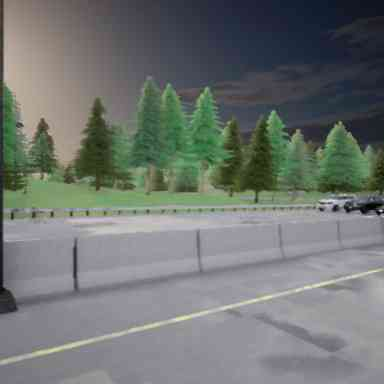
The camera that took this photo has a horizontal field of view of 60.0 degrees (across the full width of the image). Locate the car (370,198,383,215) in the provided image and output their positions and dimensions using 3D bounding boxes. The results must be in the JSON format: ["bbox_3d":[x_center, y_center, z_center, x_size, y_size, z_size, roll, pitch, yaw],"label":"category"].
[{"bbox_3d":[20.756,1.654,33.924,4.892,1.490,1.837,1,0,-29],"label":"car"}]

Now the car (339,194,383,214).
[{"bbox_3d":[19.511,1.331,37.237,5.566,2.045,2.150,1,0,-29],"label":"car"}]

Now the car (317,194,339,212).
[{"bbox_3d":[17.652,1.310,40.208,5.566,2.045,2.150,1,0,-29],"label":"car"}]
